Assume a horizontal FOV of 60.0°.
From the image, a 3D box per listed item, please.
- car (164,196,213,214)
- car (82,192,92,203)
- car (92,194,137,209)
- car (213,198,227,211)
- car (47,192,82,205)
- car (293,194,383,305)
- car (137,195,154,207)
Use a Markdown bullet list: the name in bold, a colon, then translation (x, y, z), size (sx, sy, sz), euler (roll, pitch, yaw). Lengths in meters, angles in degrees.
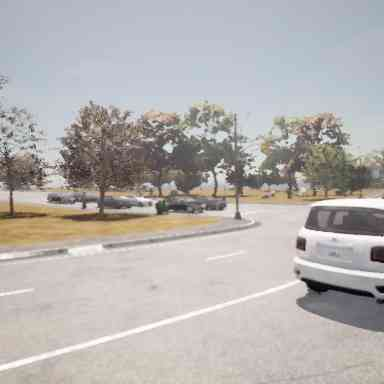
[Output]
- **car**: translation (-0.858, 1.171, 31.452), size (4.902, 1.511, 2.128), euler (0, 2, 37)
- **car**: translation (-15.050, 0.712, 46.477), size (5.357, 1.411, 2.033), euler (3, 3, 37)
- **car**: translation (-8.776, 1.094, 37.395), size (4.674, 1.442, 1.812), euler (1, 3, 37)
- **car**: translation (1.503, 1.137, 34.056), size (4.181, 1.385, 1.994), euler (0, 2, 37)
- **car**: translation (-17.089, 0.766, 43.638), size (4.902, 1.511, 2.128), euler (3, 3, 37)
- **car**: translation (4.588, 1.167, 7.636), size (5.566, 2.045, 2.150), euler (0, 0, -40)
- **car**: translation (-6.699, 0.986, 40.210), size (4.674, 1.442, 1.812), euler (1, 3, 37)
